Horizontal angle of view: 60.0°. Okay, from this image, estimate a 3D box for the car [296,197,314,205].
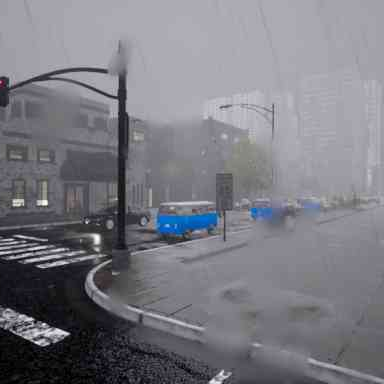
[{"bbox_3d":[21.508,1.706,63.187,1.887,1.381,4.507,0,0,35],"label":"car"}]

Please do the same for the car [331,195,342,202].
[{"bbox_3d":[37.341,1.713,85.805,1.967,1.590,4.097,0,0,35],"label":"car"}]

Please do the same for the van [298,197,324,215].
[{"bbox_3d":[12.531,1.469,35.749,1.690,1.788,3.998,0,0,35],"label":"van"}]

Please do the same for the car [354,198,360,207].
[{"bbox_3d":[25.198,1.517,53.844,2.192,1.841,5.009,0,0,35],"label":"car"}]

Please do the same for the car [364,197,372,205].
[{"bbox_3d":[34.696,1.810,67.414,1.887,1.381,4.507,0,0,35],"label":"car"}]

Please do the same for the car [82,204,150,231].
[{"bbox_3d":[-4.699,1.529,21.230,1.837,1.490,4.892,1,0,35],"label":"car"}]

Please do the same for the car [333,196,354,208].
[{"bbox_3d":[22.032,1.497,49.320,2.192,1.841,5.009,0,0,35],"label":"car"}]

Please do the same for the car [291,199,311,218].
[{"bbox_3d":[9.363,1.656,31.225,1.887,1.381,4.507,0,0,35],"label":"car"}]

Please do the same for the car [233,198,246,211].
[{"bbox_3d":[5.677,1.507,40.570,1.967,1.590,4.097,0,0,35],"label":"car"}]

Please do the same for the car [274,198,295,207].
[{"bbox_3d":[15.175,1.666,54.140,1.887,1.381,4.507,0,0,35],"label":"car"}]

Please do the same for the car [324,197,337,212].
[{"bbox_3d":[15.795,1.671,40.412,1.752,1.417,4.829,0,0,35],"label":"car"}]

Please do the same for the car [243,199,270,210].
[{"bbox_3d":[8.842,1.629,45.094,1.887,1.381,4.507,0,0,35],"label":"car"}]

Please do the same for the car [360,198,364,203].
[{"bbox_3d":[28.461,1.748,58.506,1.752,1.417,4.829,0,0,35],"label":"car"}]

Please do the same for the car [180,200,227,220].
[{"bbox_3d":[1.148,1.555,29.579,1.837,1.490,4.892,1,0,35],"label":"car"}]

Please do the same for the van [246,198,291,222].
[{"bbox_3d":[6.198,1.436,26.702,1.690,1.788,3.998,0,0,35],"label":"van"}]

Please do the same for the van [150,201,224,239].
[{"bbox_3d":[-0.135,1.407,17.655,1.690,1.788,3.998,0,0,35],"label":"van"}]

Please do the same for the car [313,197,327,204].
[{"bbox_3d":[27.744,1.729,72.095,1.752,1.417,4.829,0,0,35],"label":"car"}]

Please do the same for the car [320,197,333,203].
[{"bbox_3d":[31.007,1.792,76.758,1.947,1.339,4.313,0,0,35],"label":"car"}]

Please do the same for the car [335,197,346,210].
[{"bbox_3d":[18.863,1.729,44.796,1.947,1.339,4.313,0,0,35],"label":"car"}]

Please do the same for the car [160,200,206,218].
[{"bbox_3d":[-0.755,1.558,31.383,1.752,1.417,4.829,0,0,35],"label":"car"}]

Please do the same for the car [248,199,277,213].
[{"bbox_3d":[8.598,1.616,40.187,1.812,1.442,4.674,1,0,35],"label":"car"}]

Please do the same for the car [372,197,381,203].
[{"bbox_3d":[44.196,1.900,80.984,1.947,1.339,4.313,0,0,35],"label":"car"}]
